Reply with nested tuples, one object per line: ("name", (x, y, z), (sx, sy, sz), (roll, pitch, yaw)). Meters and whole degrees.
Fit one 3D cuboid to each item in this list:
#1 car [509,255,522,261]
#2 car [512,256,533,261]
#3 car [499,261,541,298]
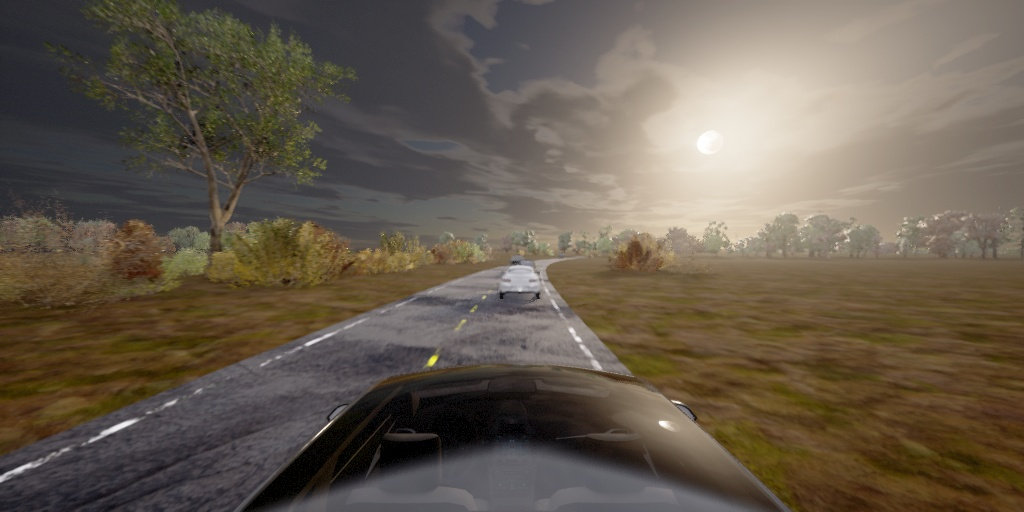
("car", (0.853, 0.642, 59.183), (2.097, 1.767, 4.553), (0, 0, 8))
("car", (1.473, 1.028, 35.608), (2.033, 1.411, 5.357), (0, 0, 4))
("car", (0.406, 1.150, 17.281), (1.812, 1.442, 4.674), (0, 0, 2))
